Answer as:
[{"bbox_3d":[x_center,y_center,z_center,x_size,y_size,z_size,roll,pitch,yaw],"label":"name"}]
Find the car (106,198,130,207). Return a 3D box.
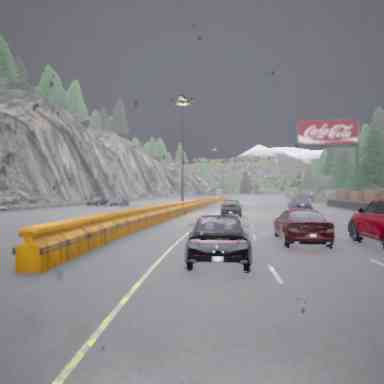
[{"bbox_3d":[-11.000,1.560,50.715,1.994,1.385,4.181,0,0,9],"label":"car"}]

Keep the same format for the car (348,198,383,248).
[{"bbox_3d":[8.118,1.231,13.102,2.150,2.045,5.566,0,0,6],"label":"car"}]

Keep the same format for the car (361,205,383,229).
[{"bbox_3d":[12.858,1.616,21.684,1.895,1.301,4.718,0,0,9],"label":"car"}]

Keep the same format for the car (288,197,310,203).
[{"bbox_3d":[11.559,1.364,35.912,2.097,1.767,4.553,0,0,9],"label":"car"}]

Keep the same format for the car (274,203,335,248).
[{"bbox_3d":[4.843,1.482,14.912,1.882,1.535,5.008,0,0,7],"label":"car"}]

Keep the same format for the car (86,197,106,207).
[{"bbox_3d":[-14.459,1.468,51.249,1.882,1.535,5.008,0,0,9],"label":"car"}]

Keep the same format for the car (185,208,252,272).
[{"bbox_3d":[0.881,1.492,10.871,2.128,1.511,4.902,0,0,5],"label":"car"}]

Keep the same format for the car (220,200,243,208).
[{"bbox_3d":[3.679,1.507,30.942,1.837,1.490,4.892,0,0,9],"label":"car"}]
